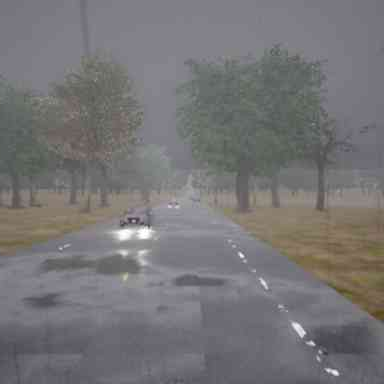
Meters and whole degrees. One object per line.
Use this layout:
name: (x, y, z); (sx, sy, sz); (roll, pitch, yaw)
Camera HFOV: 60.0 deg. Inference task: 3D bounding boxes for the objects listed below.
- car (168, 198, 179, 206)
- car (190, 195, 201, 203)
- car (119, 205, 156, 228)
car: (-3.505, 1.889, 64.597); (1.812, 1.442, 4.674); (0, 0, 0)
car: (1.233, 1.833, 84.652); (2.097, 1.767, 4.553); (0, 0, 0)
car: (-3.595, 1.610, 22.495); (1.994, 1.385, 4.181); (0, 0, 0)
